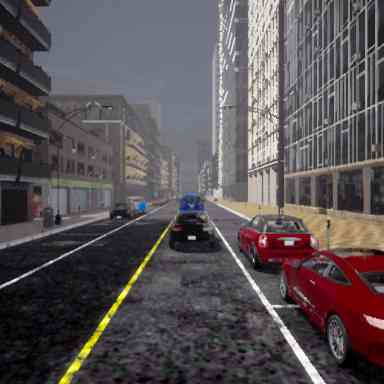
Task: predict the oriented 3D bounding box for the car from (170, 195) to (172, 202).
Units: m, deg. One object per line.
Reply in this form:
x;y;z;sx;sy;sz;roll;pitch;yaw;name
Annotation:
-5.692;1.331;67.639;2.192;1.841;5.009;0;0;0;car

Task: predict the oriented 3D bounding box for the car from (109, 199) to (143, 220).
-5.691;1.566;28.099;1.947;1.339;4.313;0;0;0;car

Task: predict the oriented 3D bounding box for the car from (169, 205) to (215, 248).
0.000;1.533;14.650;1.812;1.442;4.674;0;0;0;car

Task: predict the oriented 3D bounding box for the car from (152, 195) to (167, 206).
-5.691;1.589;56.341;1.802;1.307;4.206;0;0;0;car

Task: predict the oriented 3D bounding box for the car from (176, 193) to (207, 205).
0.000;1.259;29.681;2.150;2.045;5.566;0;0;0;car

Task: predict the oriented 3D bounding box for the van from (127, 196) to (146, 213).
-5.691;1.342;33.748;1.690;1.788;3.998;0;0;0;van

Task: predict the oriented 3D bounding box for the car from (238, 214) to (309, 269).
2.689;1.438;11.152;1.967;1.590;4.097;0;0;0;car

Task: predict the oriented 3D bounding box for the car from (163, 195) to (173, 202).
-5.691;1.464;78.936;1.967;1.590;4.097;0;0;0;car

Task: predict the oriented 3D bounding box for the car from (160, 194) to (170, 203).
-5.691;1.593;61.990;1.802;1.307;4.206;0;0;0;car

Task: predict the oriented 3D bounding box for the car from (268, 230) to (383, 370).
2.689;1.580;5.505;1.802;1.307;4.206;0;0;0;car

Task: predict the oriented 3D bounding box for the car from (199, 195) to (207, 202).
2.689;1.550;79.106;1.752;1.417;4.829;0;0;0;car

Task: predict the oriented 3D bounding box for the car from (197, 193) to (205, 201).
2.393;1.261;89.773;2.150;2.045;5.566;0;0;0;car
